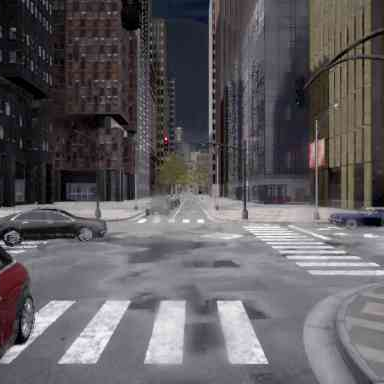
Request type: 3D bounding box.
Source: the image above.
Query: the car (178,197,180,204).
[{"bbox_3d":[-3.207,1.502,52.332,1.837,1.490,4.892,0,0,0],"label":"car"}]

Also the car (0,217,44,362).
[{"bbox_3d":[-3.175,1.352,3.193,2.097,1.767,4.553,0,0,-10],"label":"car"}]

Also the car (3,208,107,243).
[{"bbox_3d":[-6.363,1.499,15.069,4.892,1.490,1.837,0,1,-16],"label":"car"}]

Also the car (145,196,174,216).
[{"bbox_3d":[-3.203,1.350,32.095,2.097,1.767,4.553,0,0,0],"label":"car"}]

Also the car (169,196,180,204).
[{"bbox_3d":[-3.257,1.475,62.708,1.882,1.535,5.008,0,0,0],"label":"car"}]

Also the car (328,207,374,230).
[{"bbox_3d":[11.029,1.602,20.629,4.718,1.301,1.895,0,0,0],"label":"car"}]

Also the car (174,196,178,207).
[{"bbox_3d":[-3.226,1.489,42.145,2.128,1.511,4.902,0,0,0],"label":"car"}]

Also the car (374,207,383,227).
[{"bbox_3d":[13.018,1.232,17.377,5.566,2.045,2.150,0,0,0],"label":"car"}]
